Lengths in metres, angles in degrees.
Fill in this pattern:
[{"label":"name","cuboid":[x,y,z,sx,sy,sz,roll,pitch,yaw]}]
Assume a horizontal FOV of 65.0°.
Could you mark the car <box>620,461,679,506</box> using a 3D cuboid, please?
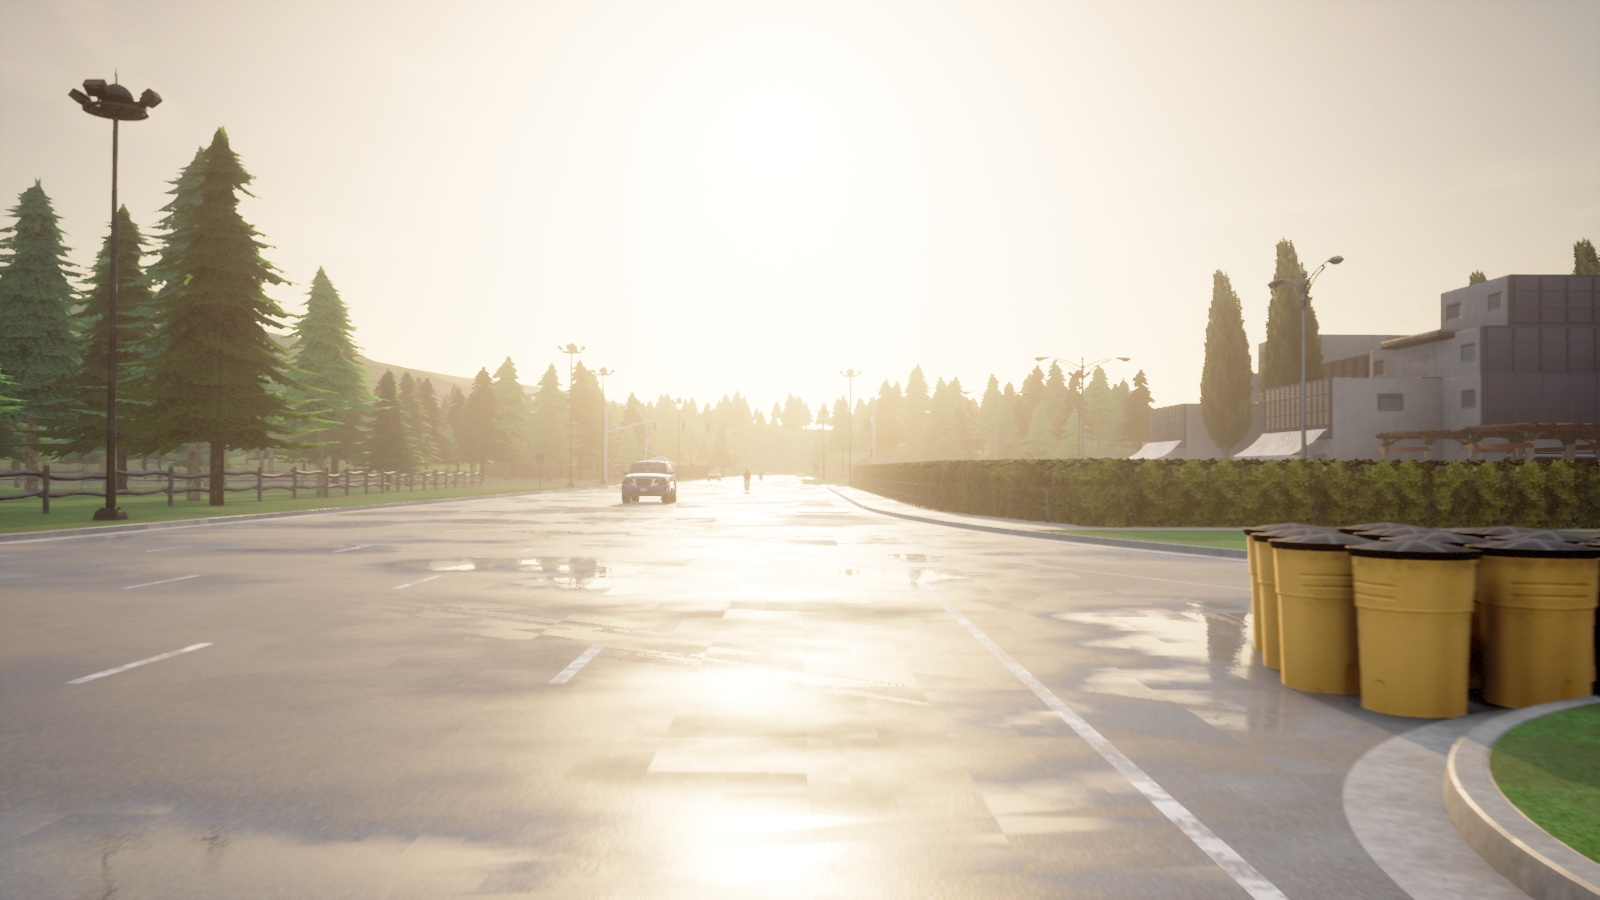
[{"label":"car","cuboid":[-7.141,1.566,59.952,2.150,2.045,5.566,0,-1,0]}]
